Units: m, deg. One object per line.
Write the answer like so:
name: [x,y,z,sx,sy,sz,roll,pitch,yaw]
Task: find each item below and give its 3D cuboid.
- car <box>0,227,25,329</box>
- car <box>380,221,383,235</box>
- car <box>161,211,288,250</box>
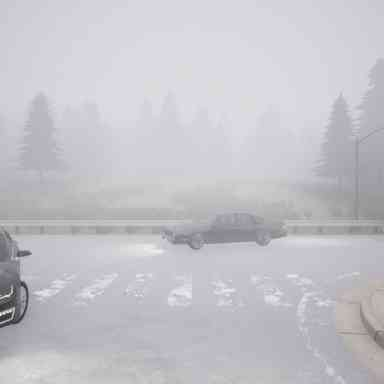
car: [-4.457,1.505,6.634,1.837,1.490,4.892,0,0,-28]
car: [11.237,1.491,15.153,4.902,1.511,2.128,0,0,0]
car: [1.458,1.547,14.275,5.357,1.411,2.033,0,0,-20]
